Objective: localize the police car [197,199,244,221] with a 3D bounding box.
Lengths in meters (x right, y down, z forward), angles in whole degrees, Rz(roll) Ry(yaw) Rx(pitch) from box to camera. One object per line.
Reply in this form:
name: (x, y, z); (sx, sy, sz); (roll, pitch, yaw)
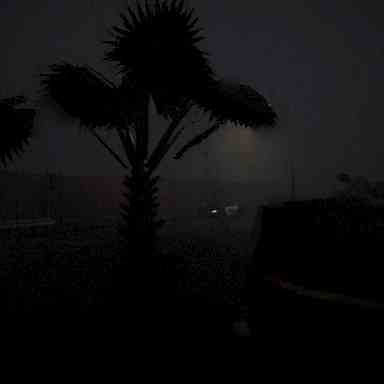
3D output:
police car: (2.232, 1.370, 26.282); (2.038, 1.542, 4.974); (1, 0, 36)
